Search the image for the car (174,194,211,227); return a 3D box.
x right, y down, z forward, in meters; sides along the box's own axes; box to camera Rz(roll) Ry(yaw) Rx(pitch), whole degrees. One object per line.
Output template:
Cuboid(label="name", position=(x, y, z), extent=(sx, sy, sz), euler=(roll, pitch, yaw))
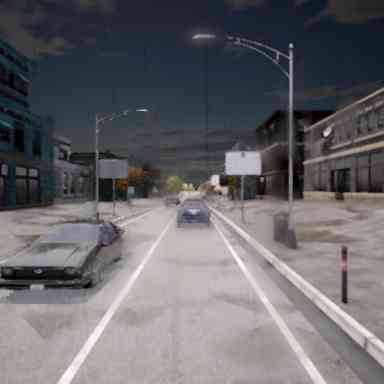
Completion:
Cuboid(label="car", position=(0.102, 1.252, 21.947), extent=(2.097, 1.767, 4.553), euler=(0, 0, 0))

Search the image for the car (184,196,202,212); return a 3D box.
Cuboid(label="car", position=(0.107, 1.348, 39.649), extent=(2.097, 1.767, 4.553), euler=(0, -1, 0))

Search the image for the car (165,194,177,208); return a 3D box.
Cuboid(label="car", position=(-3.047, 1.369, 52.537), extent=(2.150, 2.045, 5.566), euler=(0, -1, 1))

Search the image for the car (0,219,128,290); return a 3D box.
Cuboid(label="car", position=(-3.098, 1.508, 9.317), extent=(2.033, 1.411, 5.357), euler=(0, 0, 0))
